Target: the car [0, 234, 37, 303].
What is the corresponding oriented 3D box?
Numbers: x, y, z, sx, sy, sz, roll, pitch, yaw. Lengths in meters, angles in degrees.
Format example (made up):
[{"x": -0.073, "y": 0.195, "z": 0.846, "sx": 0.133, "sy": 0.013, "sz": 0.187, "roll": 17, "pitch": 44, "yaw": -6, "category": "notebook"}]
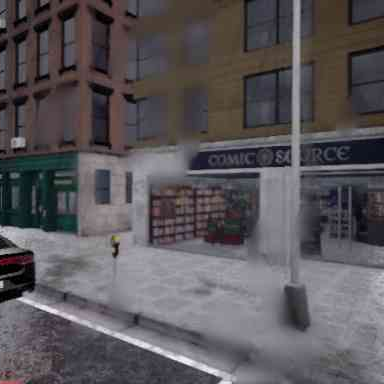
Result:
[{"x": -5.327, "y": 1.417, "z": 7.074, "sx": 5.008, "sy": 1.535, "sz": 1.882, "roll": 1, "pitch": 0, "yaw": 36, "category": "car"}]
